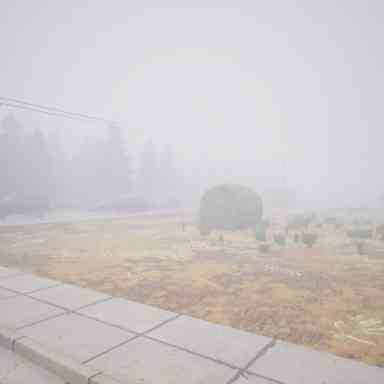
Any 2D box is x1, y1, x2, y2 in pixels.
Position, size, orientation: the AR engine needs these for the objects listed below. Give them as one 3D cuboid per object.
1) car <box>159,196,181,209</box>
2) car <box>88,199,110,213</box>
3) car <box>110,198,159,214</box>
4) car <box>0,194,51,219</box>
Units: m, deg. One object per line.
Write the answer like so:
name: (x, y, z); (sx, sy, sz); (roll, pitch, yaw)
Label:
car: (-3.559, 1.379, 45.816); (2.097, 1.767, 4.553); (0, 0, 37)
car: (-9.526, 1.552, 37.740); (1.812, 1.442, 4.674); (0, 0, 37)
car: (-6.131, 1.380, 36.123); (2.097, 1.767, 4.553); (0, 0, 36)
car: (-15.476, 1.248, 29.693); (2.150, 2.045, 5.566); (0, 0, 36)
